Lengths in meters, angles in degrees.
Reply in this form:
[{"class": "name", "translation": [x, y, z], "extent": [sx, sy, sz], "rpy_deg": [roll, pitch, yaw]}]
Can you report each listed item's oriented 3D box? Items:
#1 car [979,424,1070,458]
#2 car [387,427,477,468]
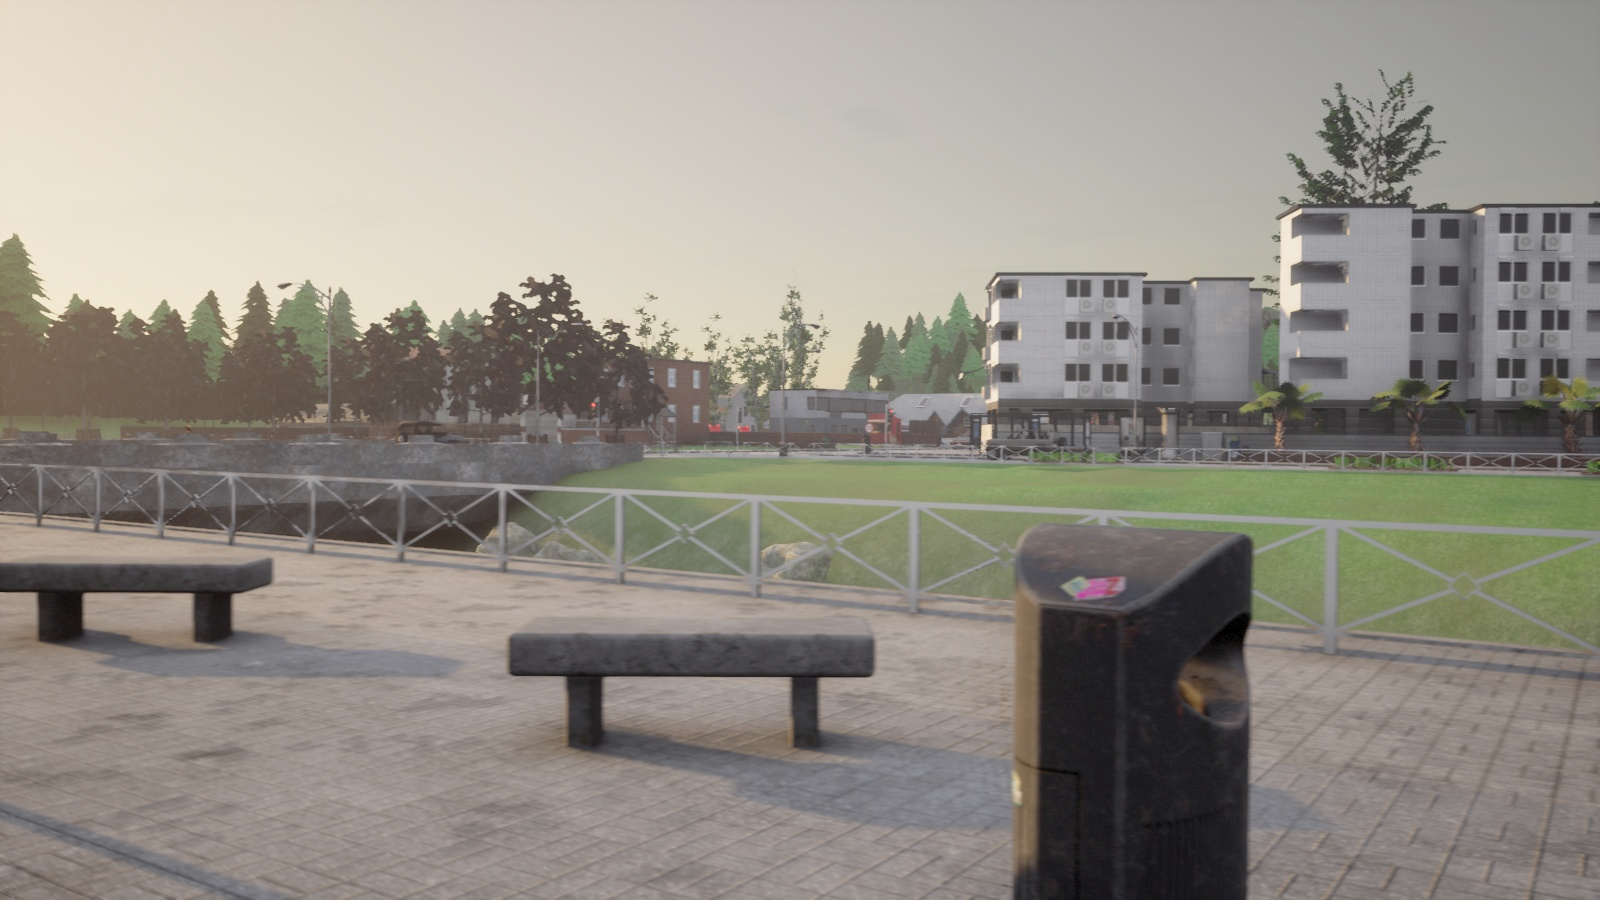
[{"class": "car", "translation": [12.506, -0.521, 69.997], "extent": [4.605, 1.855, 1.932], "rpy_deg": [0, 1, 34]}, {"class": "car", "translation": [-17.911, -0.145, 61.188], "extent": [1.905, 1.878, 3.866], "rpy_deg": [0, 1, 33]}]
